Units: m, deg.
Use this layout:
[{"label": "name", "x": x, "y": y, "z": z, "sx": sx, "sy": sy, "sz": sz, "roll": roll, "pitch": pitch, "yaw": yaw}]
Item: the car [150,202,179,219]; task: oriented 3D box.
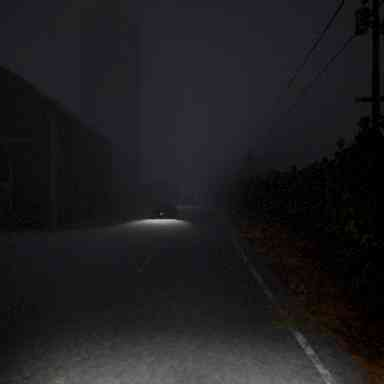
[{"label": "car", "x": -2.246, "y": 1.489, "z": 27.770, "sx": 1.994, "sy": 1.385, "sz": 4.181, "roll": 0, "pitch": 0, "yaw": 4}]

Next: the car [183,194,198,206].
[{"label": "car", "x": -0.255, "y": 1.167, "z": 52.546, "sx": 2.097, "sy": 1.767, "sz": 4.553, "roll": 0, "pitch": 0, "yaw": 4}]
